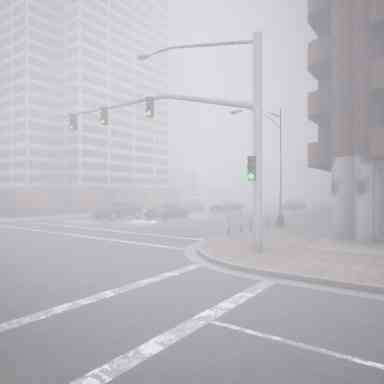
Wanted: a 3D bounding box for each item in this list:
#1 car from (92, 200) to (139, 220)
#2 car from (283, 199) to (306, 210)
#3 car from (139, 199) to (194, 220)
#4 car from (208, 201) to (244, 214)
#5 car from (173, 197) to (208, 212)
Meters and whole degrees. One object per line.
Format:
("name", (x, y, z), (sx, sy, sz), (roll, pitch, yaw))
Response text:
("car", (-6.192, 1.505, 28.138), (1.837, 1.490, 4.892), (0, 0, 35))
("car", (13.396, 1.564, 43.552), (1.994, 1.385, 4.181), (0, 0, 35))
("car", (-2.082, 1.564, 27.899), (1.994, 1.385, 4.181), (0, 0, 35))
("car", (3.788, 1.601, 36.235), (1.895, 1.301, 4.718), (0, 0, 35))
("car", (-0.474, 1.564, 36.265), (1.994, 1.385, 4.181), (0, 0, 35))
